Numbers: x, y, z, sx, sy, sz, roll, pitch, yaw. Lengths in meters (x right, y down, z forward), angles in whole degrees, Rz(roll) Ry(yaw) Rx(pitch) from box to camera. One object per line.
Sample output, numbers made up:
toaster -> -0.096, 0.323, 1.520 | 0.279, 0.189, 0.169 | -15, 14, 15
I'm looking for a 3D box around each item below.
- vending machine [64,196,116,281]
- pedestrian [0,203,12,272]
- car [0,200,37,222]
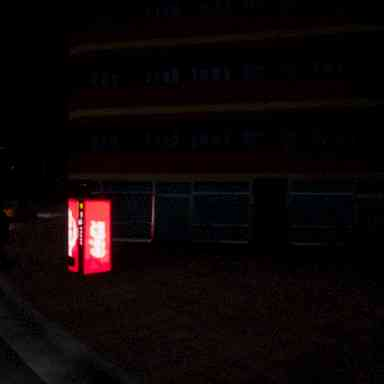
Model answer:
vending machine -> -2.760, 1.165, 8.983 | 1.100, 2.100, 0.880 | 0, 0, -38
pedestrian -> -4.893, 1.105, 8.535 | 0.375, 1.860, 0.375 | 0, 0, -36
car -> -13.632, 1.370, 25.559 | 1.882, 1.535, 5.008 | 0, 0, -4
